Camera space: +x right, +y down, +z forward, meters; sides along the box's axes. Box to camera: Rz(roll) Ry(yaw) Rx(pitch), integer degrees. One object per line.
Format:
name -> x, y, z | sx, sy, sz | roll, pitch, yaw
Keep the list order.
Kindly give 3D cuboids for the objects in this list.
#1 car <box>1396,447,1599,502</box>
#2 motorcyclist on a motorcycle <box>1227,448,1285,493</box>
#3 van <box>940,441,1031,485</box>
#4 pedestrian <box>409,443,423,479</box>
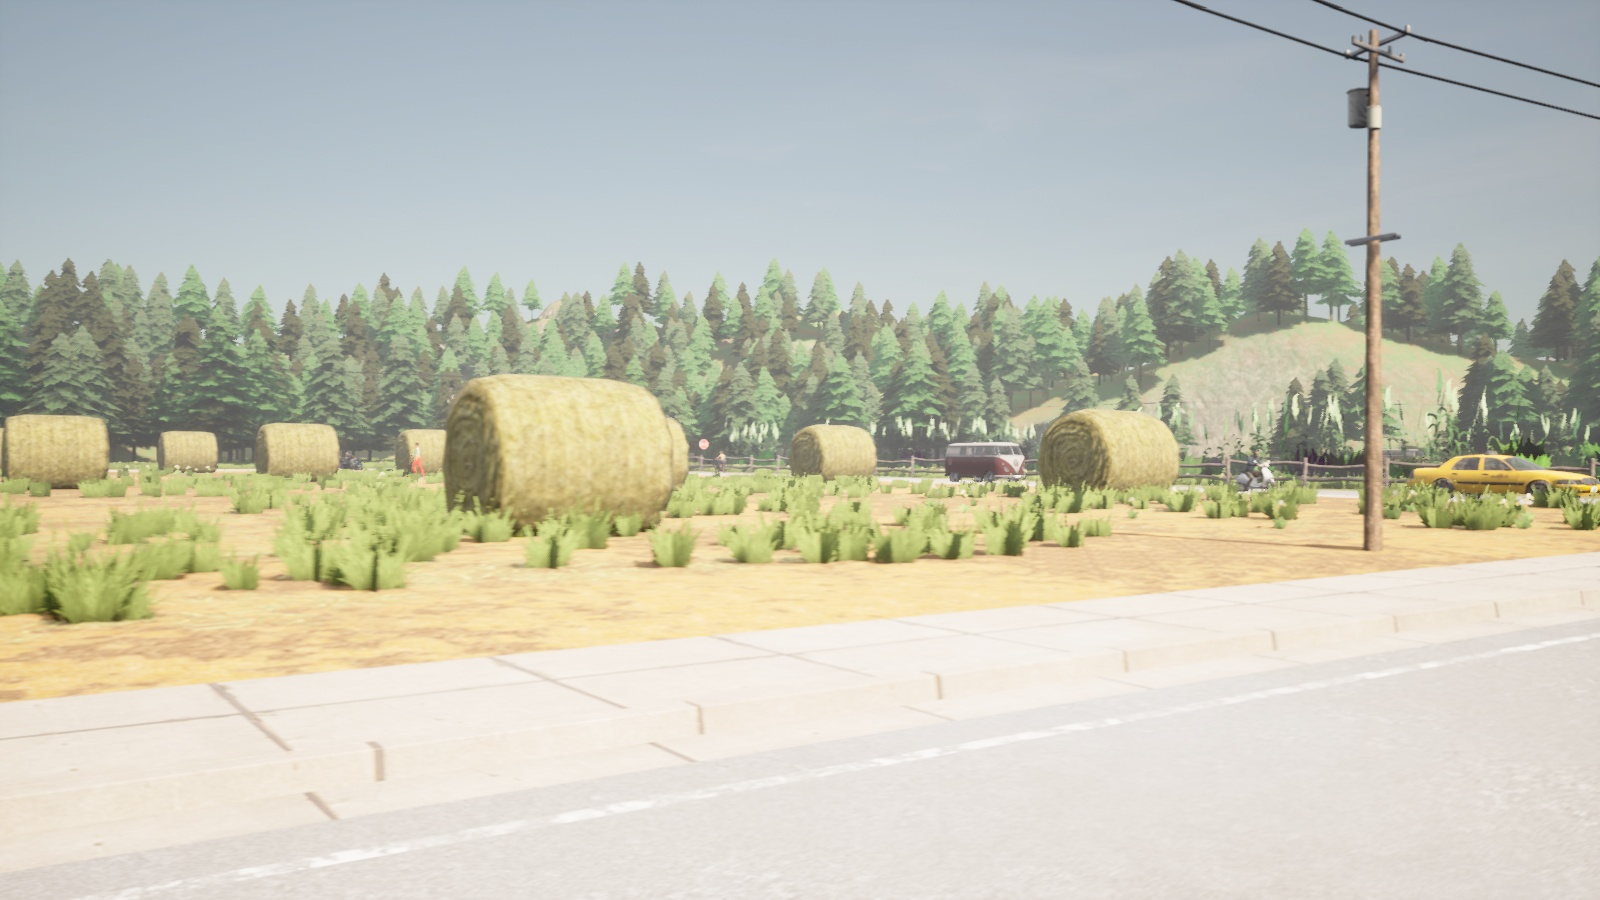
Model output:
car -> 21.372, 0.698, 38.631 | 1.801, 1.575, 5.366 | 0, 0, -32
motorcyclist on a motorcycle -> 16.730, 0.741, 46.107 | 0.866, 1.590, 1.817 | 0, 0, -32
van -> 8.690, 0.589, 59.034 | 1.775, 1.987, 4.442 | 0, 0, -32
pedestrian -> -19.852, 0.571, 64.973 | 0.594, 1.836, 0.345 | 0, 0, 9
